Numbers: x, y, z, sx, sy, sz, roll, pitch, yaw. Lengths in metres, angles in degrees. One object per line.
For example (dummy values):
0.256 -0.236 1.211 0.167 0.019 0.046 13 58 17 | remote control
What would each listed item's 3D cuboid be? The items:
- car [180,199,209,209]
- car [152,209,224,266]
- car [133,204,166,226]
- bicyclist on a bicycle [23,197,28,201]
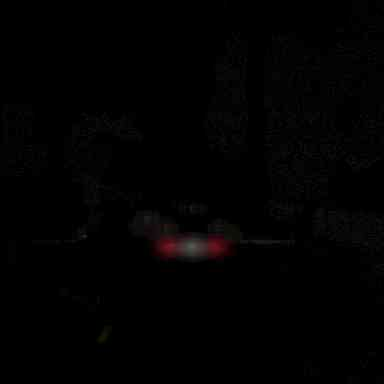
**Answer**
0.259 1.326 27.105 2.097 1.767 4.553 0 0 5 | car
0.025 1.536 11.433 2.033 1.411 5.357 0 0 0 | car
-2.801 1.543 22.931 1.994 1.385 4.181 0 0 0 | car
-20.031 1.410 40.100 0.582 1.620 1.656 0 0 0 | bicyclist on a bicycle
